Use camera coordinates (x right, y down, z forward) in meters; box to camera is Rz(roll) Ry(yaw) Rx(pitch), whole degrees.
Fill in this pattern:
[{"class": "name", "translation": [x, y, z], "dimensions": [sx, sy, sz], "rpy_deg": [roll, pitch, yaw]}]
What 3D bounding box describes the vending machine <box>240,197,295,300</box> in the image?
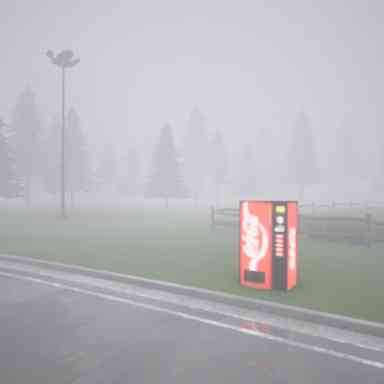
[{"class": "vending machine", "translation": [1.738, 1.181, 7.557], "dimensions": [0.880, 2.100, 1.100], "rpy_deg": [0, 0, 33]}]
